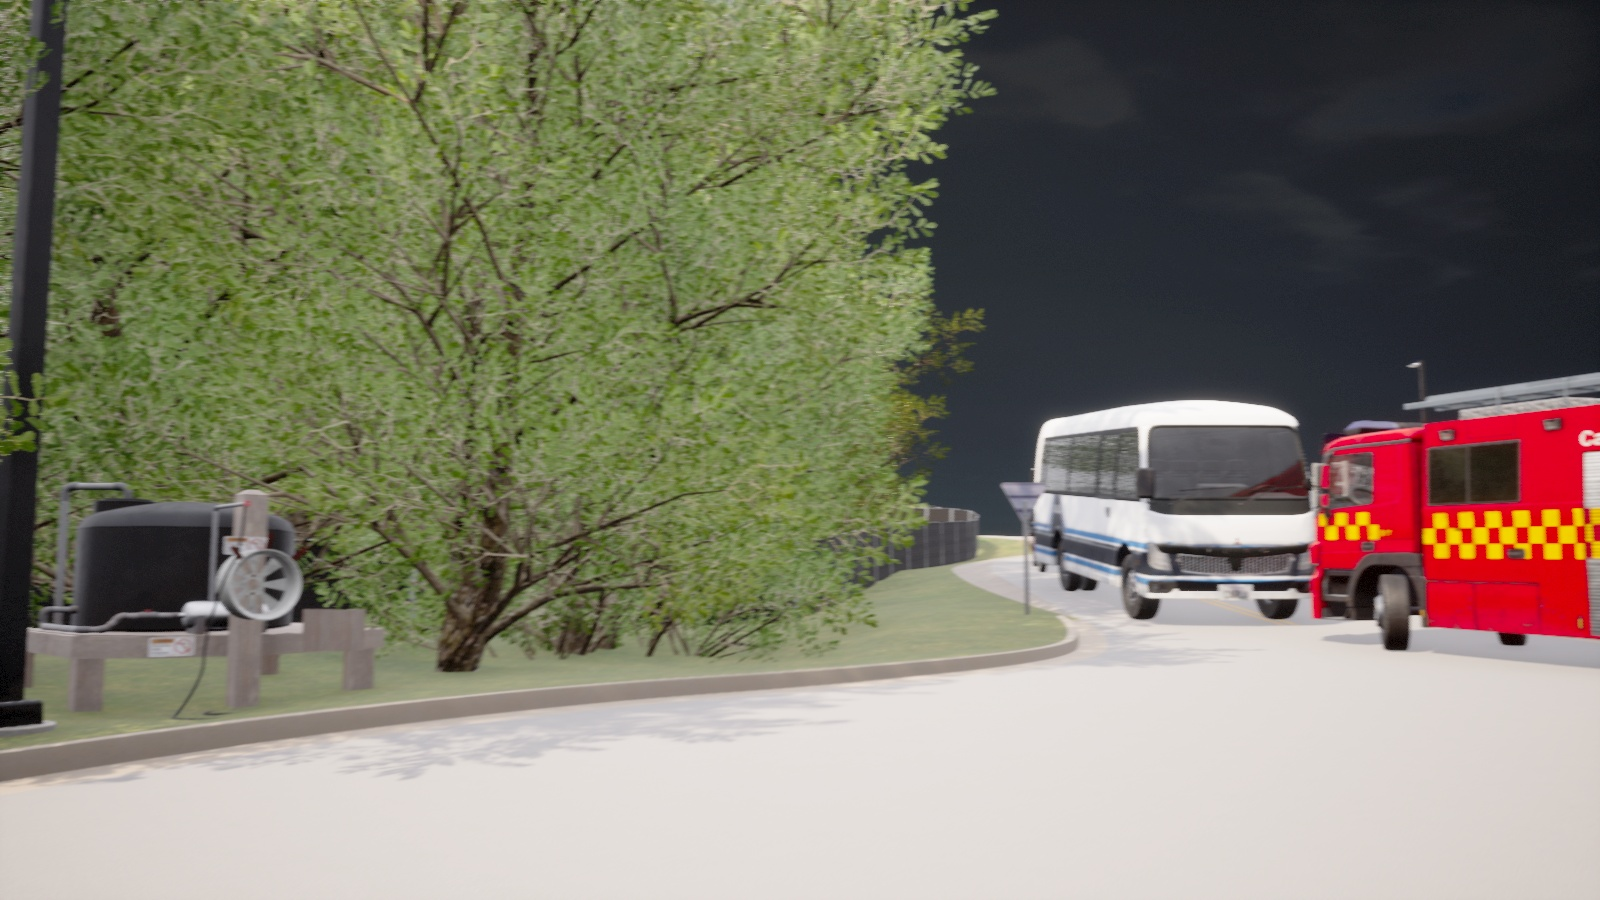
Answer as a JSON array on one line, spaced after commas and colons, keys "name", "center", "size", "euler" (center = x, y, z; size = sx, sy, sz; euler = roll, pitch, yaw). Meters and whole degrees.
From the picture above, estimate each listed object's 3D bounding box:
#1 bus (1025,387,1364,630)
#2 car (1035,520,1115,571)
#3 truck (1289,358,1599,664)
[{"name": "bus", "center": [7.884, 1.102, 27.295], "size": [3.944, 4.253, 10.273], "euler": [0, -1, -1]}, {"name": "car", "center": [8.028, 2.781, 37.070], "size": [1.895, 1.301, 4.718], "euler": [-1, -2, 7]}, {"name": "truck", "center": [10.992, 0.885, 17.416], "size": [2.891, 3.827, 8.468], "euler": [1, -5, -20]}]
